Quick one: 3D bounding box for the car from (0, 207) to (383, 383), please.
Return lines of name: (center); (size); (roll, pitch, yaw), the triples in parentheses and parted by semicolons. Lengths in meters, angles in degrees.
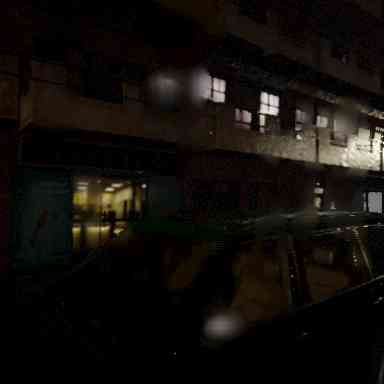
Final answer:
car: (0.207, 1.224, 3.221); (5.566, 2.045, 2.150); (0, 0, -36)
